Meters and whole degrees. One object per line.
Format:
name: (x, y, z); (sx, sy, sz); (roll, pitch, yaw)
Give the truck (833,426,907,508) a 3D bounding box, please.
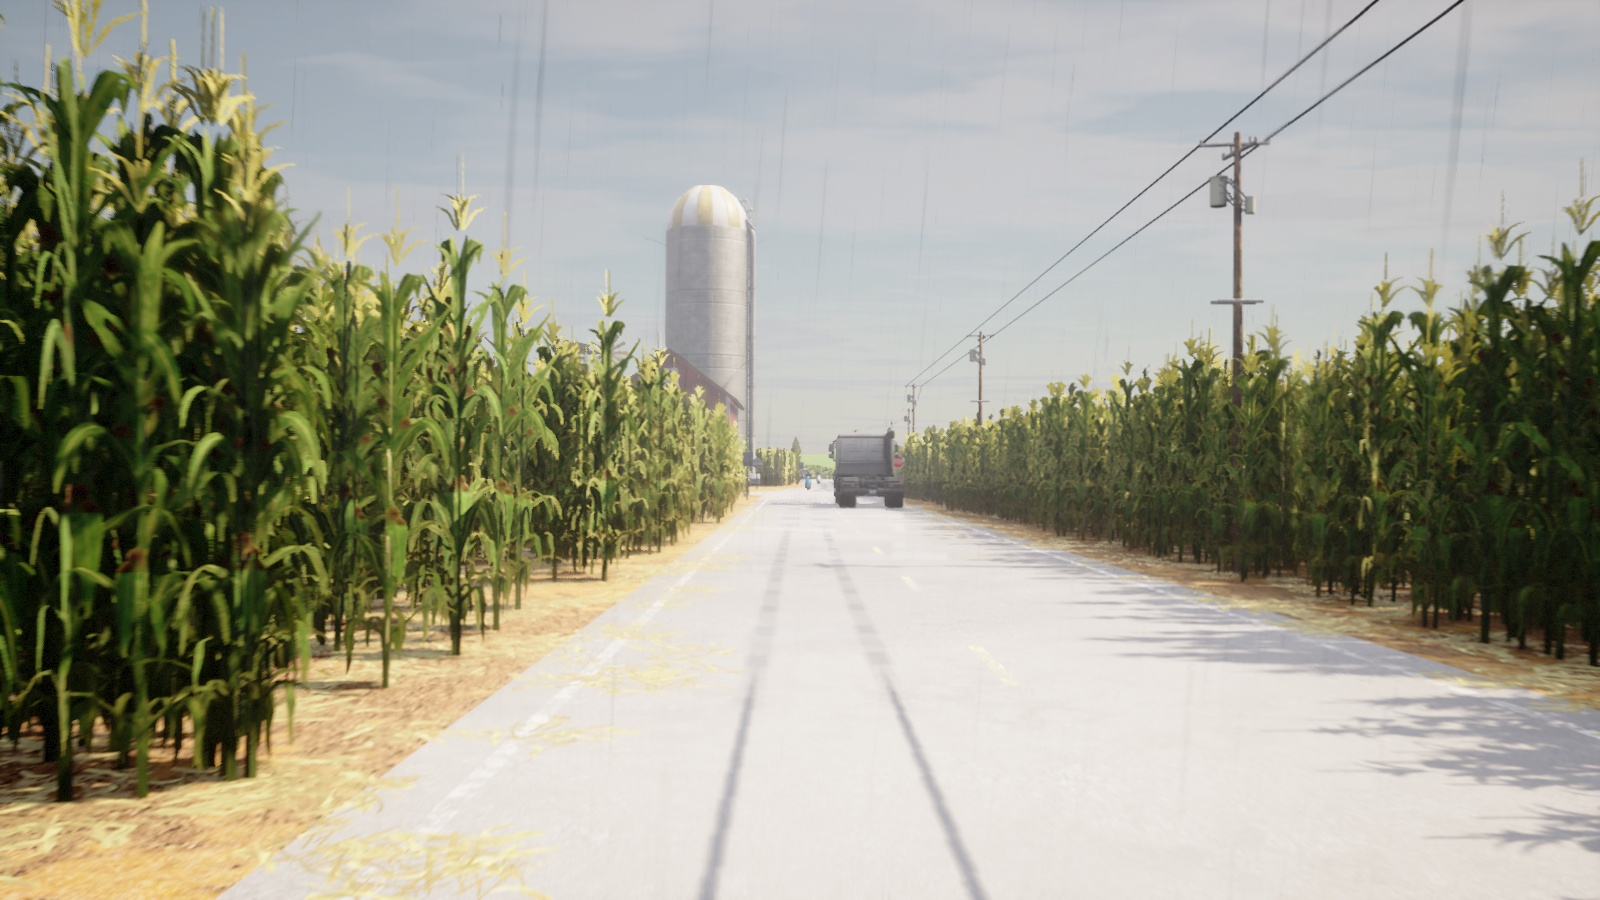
truck: (3.066, 0.777, 57.140); (2.891, 3.462, 7.936); (0, -1, 0)
